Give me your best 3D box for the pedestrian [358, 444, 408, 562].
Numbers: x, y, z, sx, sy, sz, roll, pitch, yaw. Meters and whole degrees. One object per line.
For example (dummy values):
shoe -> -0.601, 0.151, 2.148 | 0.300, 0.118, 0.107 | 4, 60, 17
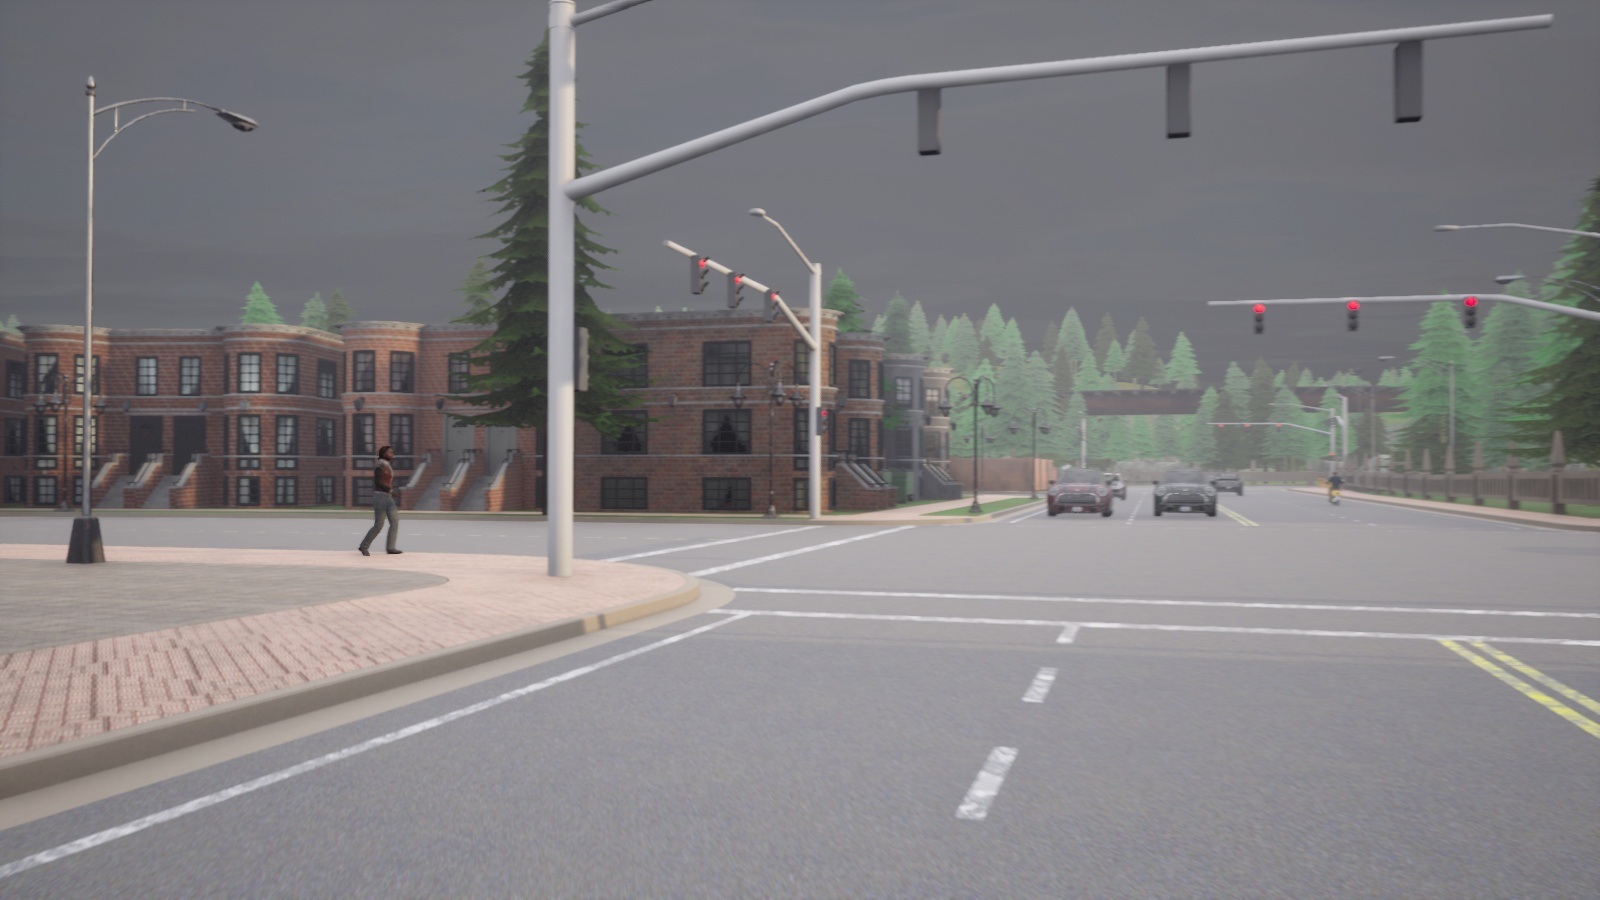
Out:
pedestrian -> -6.922, 0.875, 20.850 | 0.666, 1.930, 0.402 | -1, -1, 9

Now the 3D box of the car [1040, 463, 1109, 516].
car -> 9.722, 1.357, 44.206 | 2.097, 1.767, 4.553 | -1, -1, 16

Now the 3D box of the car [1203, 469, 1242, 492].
car -> 27.835, 1.987, 82.835 | 2.128, 1.511, 4.902 | -1, -1, 16

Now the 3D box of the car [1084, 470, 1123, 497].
car -> 16.838, 1.846, 69.558 | 1.970, 1.475, 3.806 | -1, -1, 16

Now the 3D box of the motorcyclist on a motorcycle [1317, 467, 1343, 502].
motorcyclist on a motorcycle -> 24.597, 1.591, 58.348 | 0.866, 1.590, 1.817 | -1, -1, 16

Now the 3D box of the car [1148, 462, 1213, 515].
car -> 13.496, 1.340, 44.702 | 2.097, 1.767, 4.553 | -1, -1, 16
